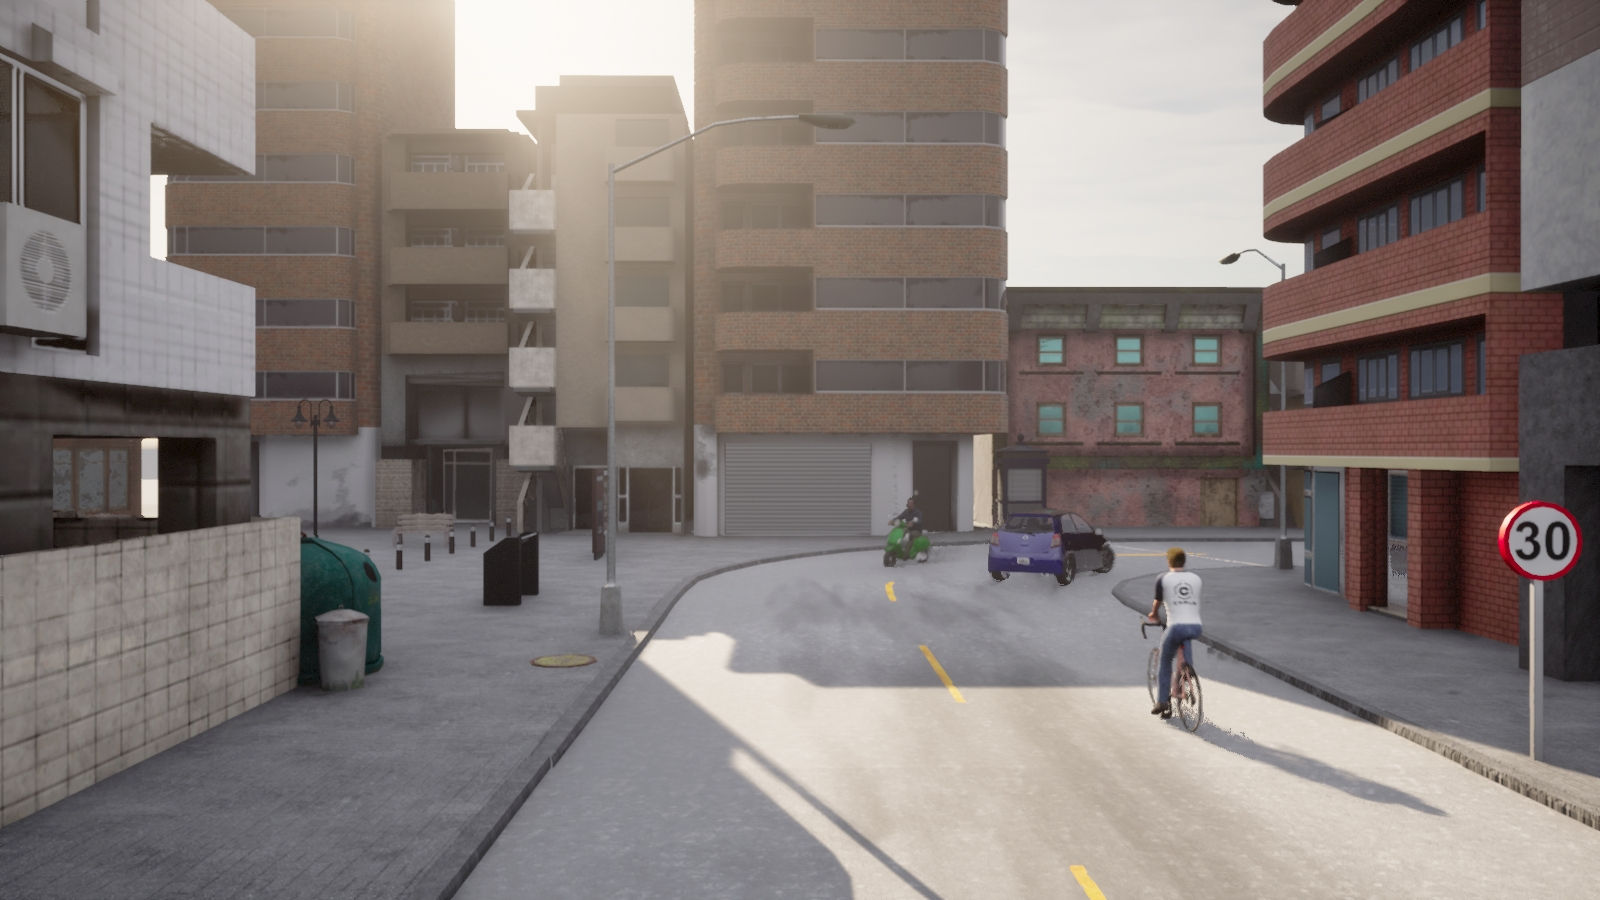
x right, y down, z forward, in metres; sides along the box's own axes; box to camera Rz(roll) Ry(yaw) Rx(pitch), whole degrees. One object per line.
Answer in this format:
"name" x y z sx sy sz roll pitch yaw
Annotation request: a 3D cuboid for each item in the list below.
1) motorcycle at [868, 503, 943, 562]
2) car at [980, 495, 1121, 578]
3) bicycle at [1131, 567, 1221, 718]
"motorcycle" 2.548 1.954 27.387 0.856 1.236 1.805 3 2 42
"car" 5.516 1.810 24.867 1.845 1.501 3.633 -1 0 32
"bicycle" 3.852 1.931 11.805 0.373 1.296 1.643 0 -1 0
